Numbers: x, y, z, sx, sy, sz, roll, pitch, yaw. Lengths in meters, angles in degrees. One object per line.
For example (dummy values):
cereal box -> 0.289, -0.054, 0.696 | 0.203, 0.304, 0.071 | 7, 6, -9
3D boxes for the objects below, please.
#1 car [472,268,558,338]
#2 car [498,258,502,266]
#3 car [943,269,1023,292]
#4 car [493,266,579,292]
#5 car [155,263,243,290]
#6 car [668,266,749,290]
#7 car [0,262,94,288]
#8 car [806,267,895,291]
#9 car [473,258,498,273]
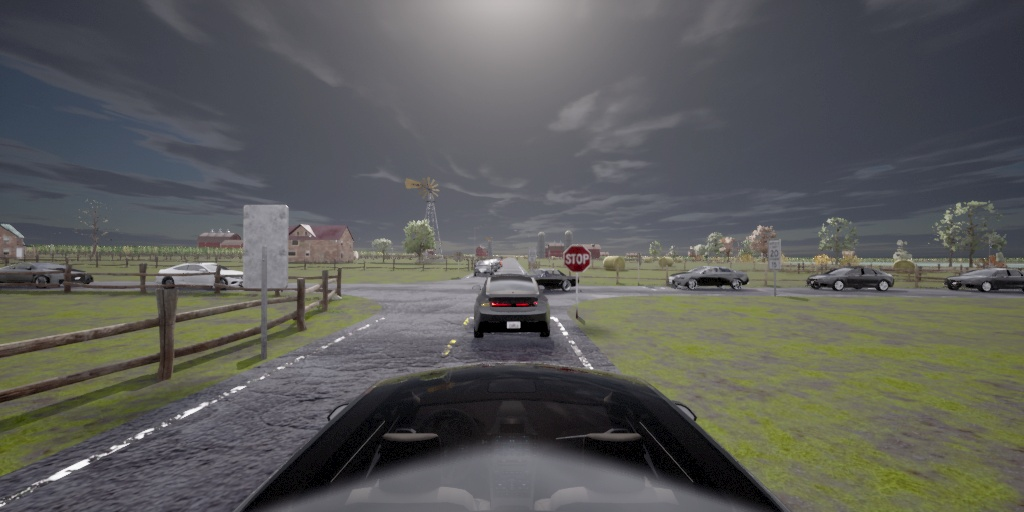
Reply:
car -> -0.069, 1.256, 10.225 | 1.837, 1.490, 4.892 | 0, 0, -3
car -> -2.825, 1.241, 46.359 | 2.128, 1.511, 4.902 | 0, 0, 0
car -> 31.716, 1.587, 23.772 | 4.892, 1.490, 1.837 | 1, -1, -1
car -> 1.510, 1.369, 20.270 | 4.718, 1.301, 1.895 | 1, 0, -35
car -> -17.233, 1.103, 20.192 | 4.674, 1.442, 1.812 | 1, -1, -1
car -> 12.811, 1.397, 23.491 | 4.902, 1.511, 2.128 | 1, -1, -2
car -> -26.353, 1.048, 20.076 | 4.181, 1.385, 1.994 | 1, -1, -1
car -> 22.213, 1.499, 23.657 | 4.892, 1.490, 1.837 | 1, -1, -1
car -> -2.838, 1.243, 36.913 | 2.128, 1.511, 4.902 | 0, 0, 0
